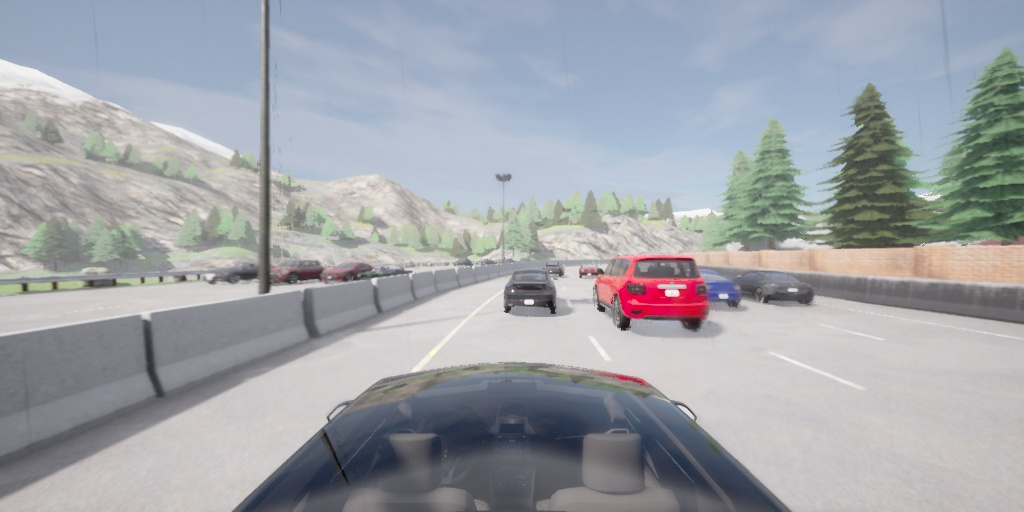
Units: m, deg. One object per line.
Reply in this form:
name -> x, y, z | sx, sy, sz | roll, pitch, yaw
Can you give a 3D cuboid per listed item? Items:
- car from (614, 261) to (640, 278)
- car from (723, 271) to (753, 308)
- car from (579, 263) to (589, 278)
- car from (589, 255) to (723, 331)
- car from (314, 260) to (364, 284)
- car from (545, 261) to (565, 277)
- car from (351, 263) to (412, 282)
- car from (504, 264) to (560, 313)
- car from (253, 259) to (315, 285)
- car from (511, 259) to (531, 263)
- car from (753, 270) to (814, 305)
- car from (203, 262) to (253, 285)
car -> 11.488, 1.262, 36.173 | 2.128, 1.511, 4.902 | 0, 0, 14
car -> 7.888, 1.293, 15.292 | 1.812, 1.442, 4.674 | 0, 0, 5
car -> 7.455, 1.361, 34.455 | 1.895, 1.301, 4.718 | 0, 0, 13
car -> 4.020, 0.979, 11.280 | 2.150, 2.045, 5.566 | 0, 0, 4
car -> -11.987, 1.189, 26.805 | 1.882, 1.535, 5.008 | 0, 0, 9
car -> 4.165, 1.243, 35.626 | 2.128, 1.511, 4.902 | 0, 0, 13
car -> -8.758, 1.321, 24.909 | 1.895, 1.301, 4.718 | 0, 0, 8
car -> 0.765, 1.253, 14.126 | 1.837, 1.490, 4.892 | 0, 0, 5
car -> -15.644, 1.054, 25.869 | 2.097, 1.767, 4.553 | 0, 0, 9
car -> 2.089, 1.242, 64.063 | 1.837, 1.490, 4.892 | 0, 0, 23
car -> 11.529, 1.340, 16.442 | 1.994, 1.385, 4.181 | 0, 0, 6
car -> -19.226, 1.185, 25.616 | 2.128, 1.511, 4.902 | 0, 0, 8
